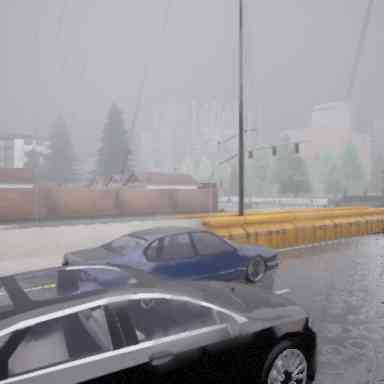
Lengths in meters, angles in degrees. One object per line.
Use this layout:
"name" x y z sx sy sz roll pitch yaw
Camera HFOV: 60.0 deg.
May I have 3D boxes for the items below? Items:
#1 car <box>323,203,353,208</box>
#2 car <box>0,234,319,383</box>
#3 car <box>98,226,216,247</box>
"car" 10.778 1.520 24.451 4.181 1.385 1.994 0 0 -35
"car" -0.766 1.489 3.202 4.902 1.511 2.128 0 0 -35
"car" -0.281 1.534 7.833 5.357 1.411 2.033 0 0 -36
